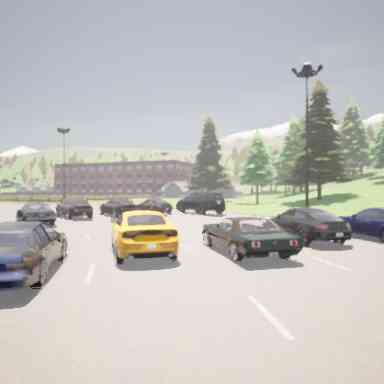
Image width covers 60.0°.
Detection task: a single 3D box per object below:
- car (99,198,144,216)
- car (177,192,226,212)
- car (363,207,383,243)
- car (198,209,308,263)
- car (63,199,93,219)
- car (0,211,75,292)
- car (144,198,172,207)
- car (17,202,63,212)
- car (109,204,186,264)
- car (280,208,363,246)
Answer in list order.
[{"bbox_3d":[-6.297,1.312,28.137,1.837,1.490,4.892,0,1,-37],"label":"car"},{"bbox_3d":[0.798,0.994,30.654,2.150,2.045,5.566,0,1,-34],"label":"car"},{"bbox_3d":[8.393,1.396,14.890,1.812,1.442,4.674,0,0,-15],"label":"car"},{"bbox_3d":[1.821,1.509,11.769,1.895,1.301,4.718,0,0,-14],"label":"car"},{"bbox_3d":[-9.445,1.331,26.505,1.837,1.490,4.892,0,1,-38],"label":"car"},{"bbox_3d":[-4.592,1.492,8.805,2.033,1.411,5.357,0,0,-12],"label":"car"},{"bbox_3d":[-3.557,1.306,30.646,1.812,1.442,4.674,0,0,-37],"label":"car"},{"bbox_3d":[-10.271,1.408,21.831,2.033,1.411,5.357,0,1,-33],"label":"car"},{"bbox_3d":[-1.799,1.394,11.774,1.882,1.535,5.008,0,0,-16],"label":"car"},{"bbox_3d":[4.857,1.406,14.562,1.812,1.442,4.674,0,0,-16],"label":"car"}]
